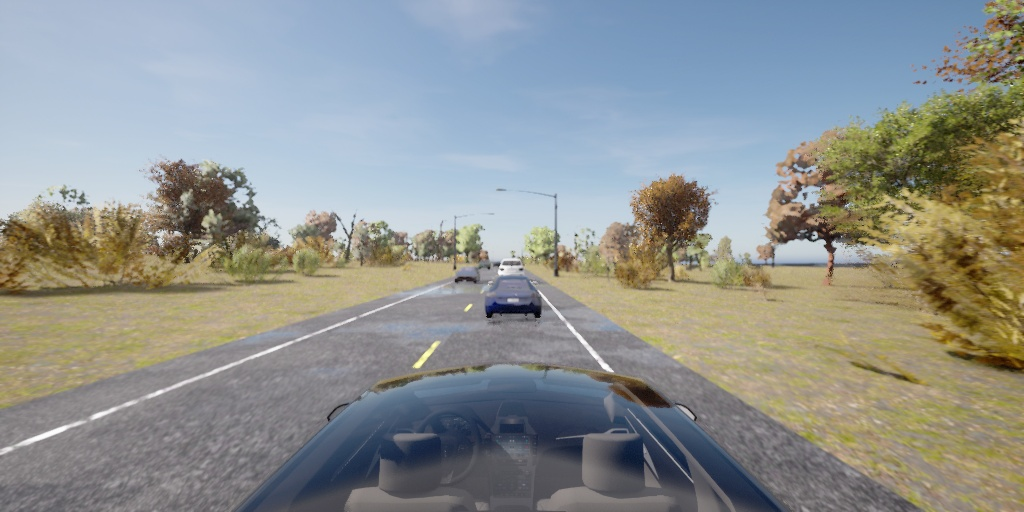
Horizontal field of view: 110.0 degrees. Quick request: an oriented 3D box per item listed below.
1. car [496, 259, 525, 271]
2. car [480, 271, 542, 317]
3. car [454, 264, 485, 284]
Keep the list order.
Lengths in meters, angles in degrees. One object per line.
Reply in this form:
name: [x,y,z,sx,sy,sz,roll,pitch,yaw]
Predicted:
car: [-0.031,1.300,31.984,2.150,2.045,5.566,0,-1,0]
car: [0.043,1.443,13.770,1.994,1.385,4.181,0,-1,0]
car: [-3.726,1.614,30.786,2.033,1.411,5.357,0,-1,0]
